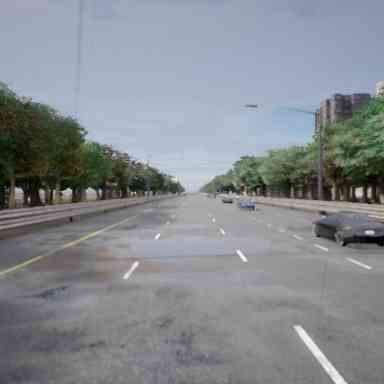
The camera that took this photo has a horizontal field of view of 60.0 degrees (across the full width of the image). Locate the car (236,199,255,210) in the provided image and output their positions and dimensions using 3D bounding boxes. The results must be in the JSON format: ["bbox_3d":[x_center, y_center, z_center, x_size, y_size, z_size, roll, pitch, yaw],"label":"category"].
[{"bbox_3d":[7.012,1.564,43.661,2.033,1.411,5.357,0,0,0],"label":"car"}]

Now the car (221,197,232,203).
[{"bbox_3d":[7.056,1.613,67.714,1.994,1.385,4.181,0,0,0],"label":"car"}]

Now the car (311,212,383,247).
[{"bbox_3d":[7.004,1.571,15.102,1.994,1.385,4.181,0,0,0],"label":"car"}]
